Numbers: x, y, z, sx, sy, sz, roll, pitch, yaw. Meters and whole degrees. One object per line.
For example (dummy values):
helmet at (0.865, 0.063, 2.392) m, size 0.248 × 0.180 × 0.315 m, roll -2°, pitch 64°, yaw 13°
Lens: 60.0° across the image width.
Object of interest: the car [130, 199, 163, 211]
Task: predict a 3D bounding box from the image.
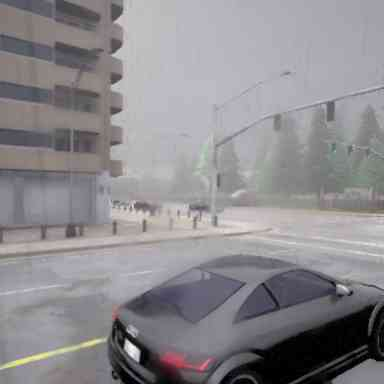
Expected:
car at (-5.477, 1.615, 41.876) m, size 1.882 × 1.535 × 5.008 m, roll 0°, pitch 0°, yaw -36°

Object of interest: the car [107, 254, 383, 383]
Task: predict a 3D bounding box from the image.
car at (1.032, 1.578, 4.534) m, size 4.181 × 1.385 × 1.994 m, roll 0°, pitch 0°, yaw -35°

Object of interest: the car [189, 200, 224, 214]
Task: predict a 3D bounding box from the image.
car at (1.599, 1.644, 38.077) m, size 2.128 × 1.511 × 4.902 m, roll 0°, pitch 0°, yaw -36°

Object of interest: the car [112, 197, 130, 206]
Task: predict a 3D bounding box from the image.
car at (-12.069, 1.643, 57.018) m, size 2.128 × 1.511 × 4.902 m, roll 0°, pitch 0°, yaw -35°
